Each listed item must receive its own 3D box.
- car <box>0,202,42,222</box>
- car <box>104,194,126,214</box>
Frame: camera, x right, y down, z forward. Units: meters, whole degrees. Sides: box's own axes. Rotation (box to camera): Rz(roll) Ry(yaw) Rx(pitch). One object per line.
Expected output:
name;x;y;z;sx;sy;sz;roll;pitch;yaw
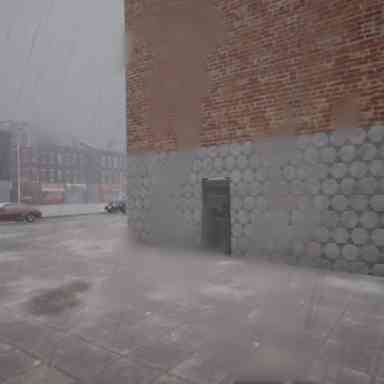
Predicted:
car;-12.869;1.471;23.070;1.812;1.442;4.674;-2;0;37
car;-5.989;1.037;32.832;2.150;2.045;5.566;-2;0;35
